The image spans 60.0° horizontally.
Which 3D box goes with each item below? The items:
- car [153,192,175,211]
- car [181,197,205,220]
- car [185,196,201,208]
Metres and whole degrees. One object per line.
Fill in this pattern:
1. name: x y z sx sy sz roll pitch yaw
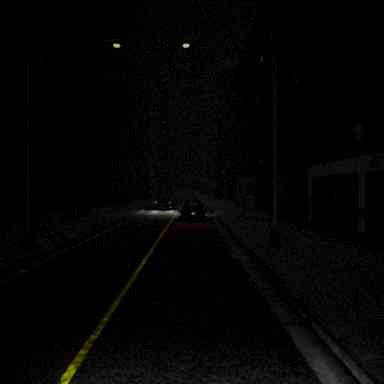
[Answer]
1. car: -3.114 1.138 37.613 2.097 1.767 4.553 0 0 0
2. car: 0.084 1.373 26.522 1.812 1.442 4.674 0 0 0
3. car: 0.075 1.317 43.512 1.994 1.385 4.181 0 0 0
